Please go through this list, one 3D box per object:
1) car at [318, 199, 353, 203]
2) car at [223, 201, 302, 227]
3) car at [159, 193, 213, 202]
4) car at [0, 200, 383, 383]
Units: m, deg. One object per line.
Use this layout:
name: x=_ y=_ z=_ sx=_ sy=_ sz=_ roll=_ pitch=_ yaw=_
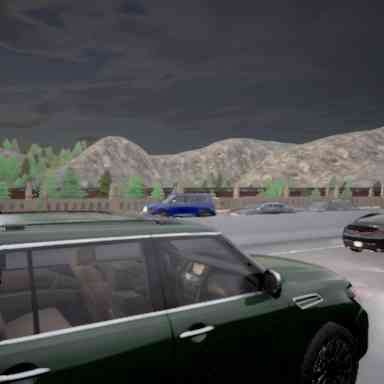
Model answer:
car: x=8.107 y=1.270 z=20.207 sx=4.553 sy=1.767 sz=2.097 roll=0 pitch=0 yaw=-24
car: x=4.782 y=1.395 z=22.519 sx=4.902 sy=1.511 sz=2.128 roll=0 pitch=0 yaw=-25
car: x=-0.957 y=1.112 z=23.558 sx=5.566 sy=2.045 sz=2.150 roll=0 pitch=0 yaw=-28
car: x=-0.634 y=1.205 z=3.183 sx=5.566 sy=2.045 sz=2.150 roll=0 pitch=0 yaw=-34
